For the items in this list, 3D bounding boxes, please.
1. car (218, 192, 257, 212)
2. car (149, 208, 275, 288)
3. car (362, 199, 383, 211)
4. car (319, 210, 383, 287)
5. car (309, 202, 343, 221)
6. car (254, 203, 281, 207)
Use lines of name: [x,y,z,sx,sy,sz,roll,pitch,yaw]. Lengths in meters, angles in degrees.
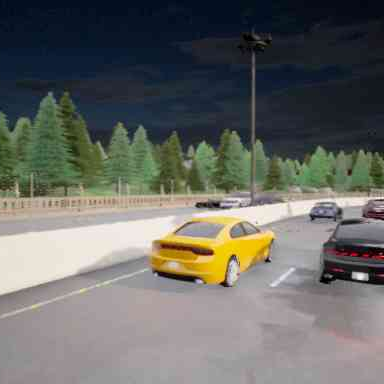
car: [5.235,1.017,37.597,2.150,2.045,5.566,0,0,33]
car: [0.855,1.423,9.322,1.882,1.535,5.008,1,0,30]
car: [13.753,1.277,24.375,2.097,1.767,4.553,1,0,31]
car: [4.682,1.475,8.929,1.837,1.490,4.892,1,0,30]
car: [10.320,1.446,25.453,2.033,1.411,5.357,1,0,30]
car: [7.986,1.046,35.413,2.150,2.045,5.566,0,0,33]
